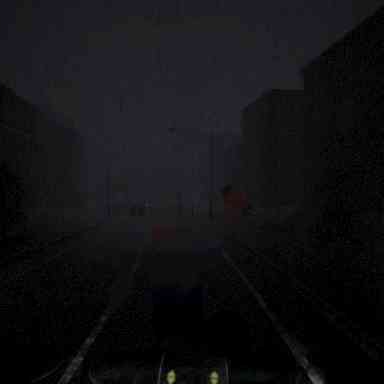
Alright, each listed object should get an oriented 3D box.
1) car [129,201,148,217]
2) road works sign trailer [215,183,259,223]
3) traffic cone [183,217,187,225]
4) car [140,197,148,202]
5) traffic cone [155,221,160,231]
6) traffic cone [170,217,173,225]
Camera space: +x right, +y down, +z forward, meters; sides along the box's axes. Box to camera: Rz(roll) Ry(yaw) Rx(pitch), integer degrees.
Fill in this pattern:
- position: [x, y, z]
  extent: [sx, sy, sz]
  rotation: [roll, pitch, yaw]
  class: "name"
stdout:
- position: [-6.756, 2.262, 41.729]
  extent: [1.837, 1.490, 4.892]
  rotation: [0, -2, -7]
  class: "car"
- position: [3.291, 1.114, 24.217]
  extent: [2.380, 2.880, 3.560]
  rotation: [46, 22, 21]
  class: "road works sign trailer"
- position: [-0.526, 2.144, 24.474]
  extent: [0.340, 0.580, 0.340]
  rotation: [0, -1, -4]
  class: "traffic cone"
- position: [-11.711, 2.028, 80.396]
  extent: [1.882, 1.535, 5.008]
  rotation: [0, 2, -7]
  class: "car"
- position: [-2.043, 2.037, 18.331]
  extent: [0.340, 0.580, 0.340]
  rotation: [0, -1, -5]
  class: "traffic cone"
- position: [-1.522, 2.148, 24.395]
  extent: [0.340, 0.580, 0.340]
  rotation: [0, -1, -4]
  class: "traffic cone"
